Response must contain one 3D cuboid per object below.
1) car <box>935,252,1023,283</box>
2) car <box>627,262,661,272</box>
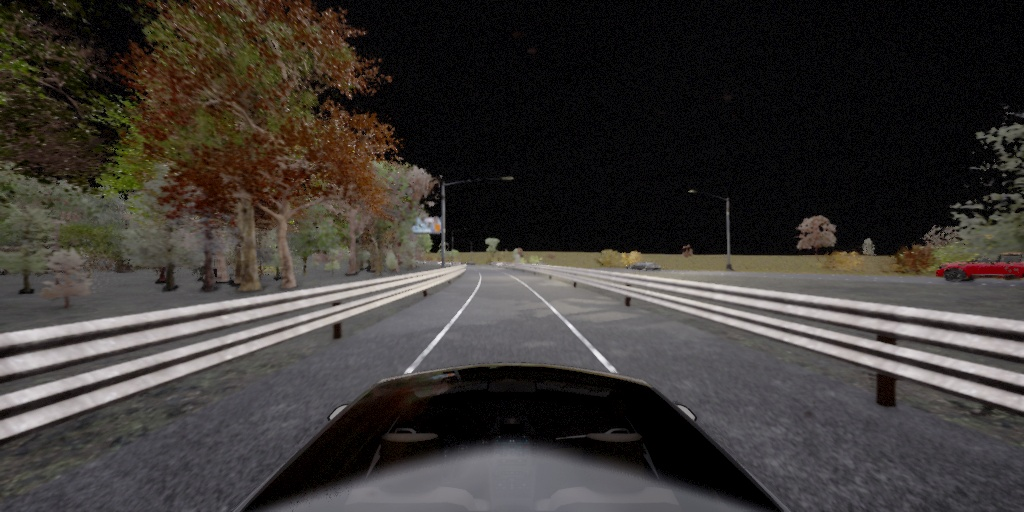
[{"bbox_3d":[32.330,0.779,23.692,2.150,2.045,5.566,0,-1,-24],"label":"car"},{"bbox_3d":[19.373,1.551,52.898,2.033,1.411,5.357,0,-1,-24],"label":"car"}]
